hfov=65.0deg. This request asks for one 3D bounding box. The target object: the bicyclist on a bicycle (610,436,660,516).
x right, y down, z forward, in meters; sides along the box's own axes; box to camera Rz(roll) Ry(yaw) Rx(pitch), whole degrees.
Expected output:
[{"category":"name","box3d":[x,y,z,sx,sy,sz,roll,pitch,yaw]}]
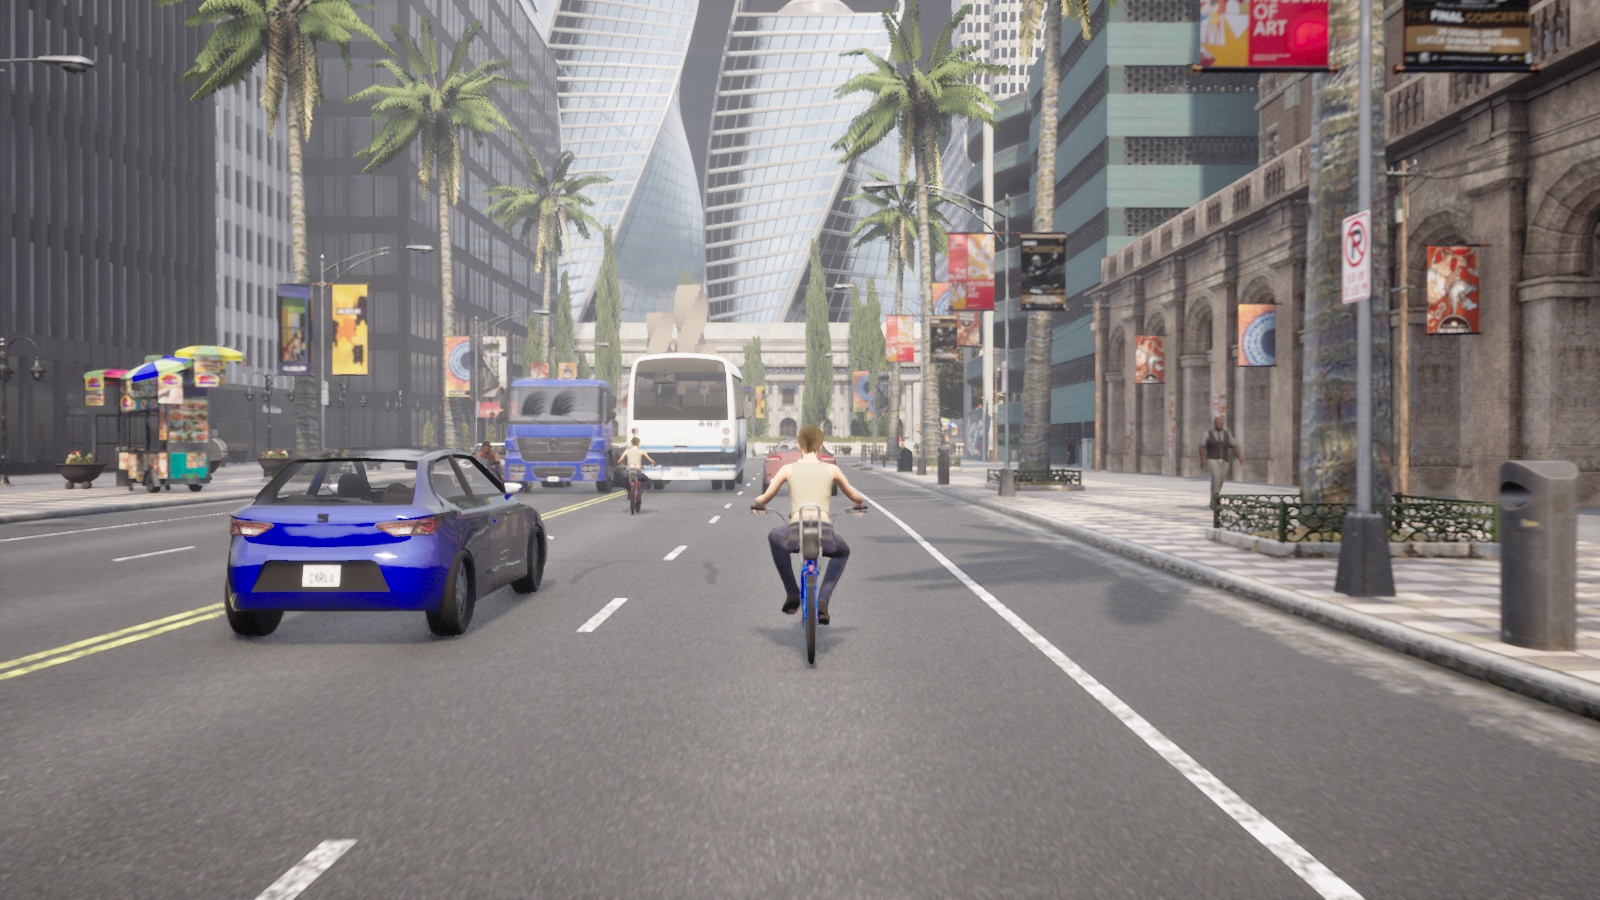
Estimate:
[{"category":"bicyclist on a bicycle","box3d":[-3.417,0.519,26.115,0.866,1.612,1.509,0,0,0]}]

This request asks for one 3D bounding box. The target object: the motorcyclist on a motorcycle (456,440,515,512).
[{"category":"motorcyclist on a motorcycle","box3d":[-6.925,0.551,27.718,0.797,1.523,2.044,0,1,0]}]

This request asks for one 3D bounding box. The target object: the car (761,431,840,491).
[{"category":"car","box3d":[-0.006,0.296,36.991,2.152,1.651,5.027,0,0,0]}]

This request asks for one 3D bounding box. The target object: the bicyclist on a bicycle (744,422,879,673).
[{"category":"bicyclist on a bicycle","box3d":[0.069,0.629,8.846,0.866,1.612,1.509,0,0,0]}]

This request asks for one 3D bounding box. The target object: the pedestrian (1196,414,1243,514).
[{"category":"pedestrian","box3d":[8.078,0.259,24.210,0.563,1.883,0.849,0,0,-4]}]

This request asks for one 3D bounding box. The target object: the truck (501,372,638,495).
[{"category":"truck","box3d":[-7.026,-0.485,39.437,2.891,3.462,7.936,0,0,0]}]

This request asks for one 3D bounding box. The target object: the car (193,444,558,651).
[{"category":"car","box3d":[-3.445,0.689,11.094,1.816,1.474,4.193,0,0,0]}]

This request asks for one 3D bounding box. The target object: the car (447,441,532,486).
[{"category":"car","box3d":[-10.556,0.437,42.969,1.970,1.475,3.806,0,0,0]}]

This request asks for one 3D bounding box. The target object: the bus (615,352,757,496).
[{"category":"bus","box3d":[-3.545,-0.894,42.246,3.944,4.253,10.273,0,2,-1]}]
